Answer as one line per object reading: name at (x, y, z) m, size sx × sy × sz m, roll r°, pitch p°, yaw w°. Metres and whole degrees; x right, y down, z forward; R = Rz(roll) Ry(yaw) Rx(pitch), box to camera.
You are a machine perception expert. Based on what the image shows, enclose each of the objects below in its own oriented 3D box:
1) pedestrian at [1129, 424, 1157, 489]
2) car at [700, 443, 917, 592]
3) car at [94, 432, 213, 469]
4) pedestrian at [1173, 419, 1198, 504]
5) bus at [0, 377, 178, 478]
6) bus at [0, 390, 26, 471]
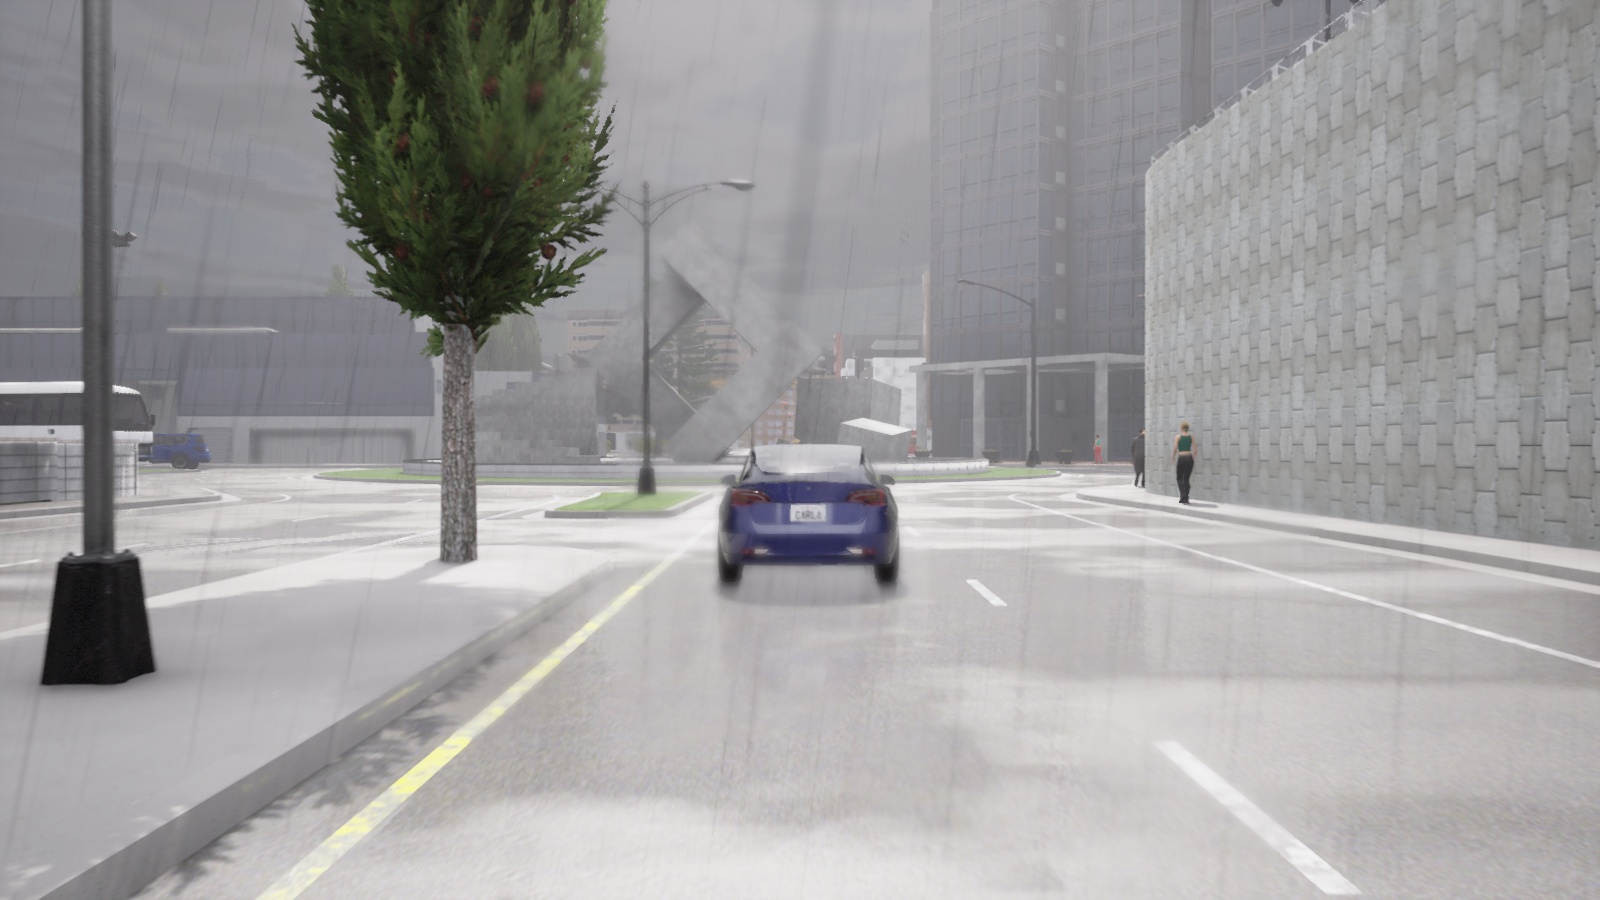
pedestrian at (10.414, 0.195, 38.104) m, size 0.659 × 1.952 × 0.873 m, roll 0°, pitch 0°, yaw 28°
car at (0.100, 0.662, 14.954) m, size 2.163 × 1.488 × 4.792 m, roll 0°, pitch 0°, yaw 0°
car at (-36.207, 0.038, 70.461) m, size 5.566 × 2.045 × 2.150 m, roll 0°, pitch 0°, yaw -10°
pedestrian at (8.425, 0.253, 27.457) m, size 0.345 × 1.836 × 0.594 m, roll 0°, pitch 0°, yaw -3°
bus at (-33.738, -0.975, 56.306) m, size 10.273 × 4.253 × 3.944 m, roll 0°, pitch 0°, yaw 13°
bus at (-47.107, -1.041, 66.021) m, size 10.273 × 4.253 × 3.944 m, roll 0°, pitch 0°, yaw -3°
